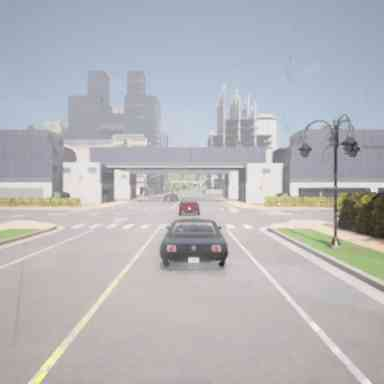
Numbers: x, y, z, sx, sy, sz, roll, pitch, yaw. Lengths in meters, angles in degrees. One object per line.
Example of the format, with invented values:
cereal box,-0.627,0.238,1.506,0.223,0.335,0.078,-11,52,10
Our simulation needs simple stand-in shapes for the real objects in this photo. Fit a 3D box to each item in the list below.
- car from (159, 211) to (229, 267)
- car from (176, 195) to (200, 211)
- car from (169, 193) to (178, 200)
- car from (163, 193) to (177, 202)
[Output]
car,0.066,1.530,11.134,1.895,1.301,4.718,0,0,0
car,-0.320,1.294,31.794,1.882,1.535,5.008,0,0,-2
car,-4.174,1.030,77.518,1.837,1.490,4.892,0,0,0
car,-4.202,1.120,61.968,2.128,1.511,4.902,0,0,1
